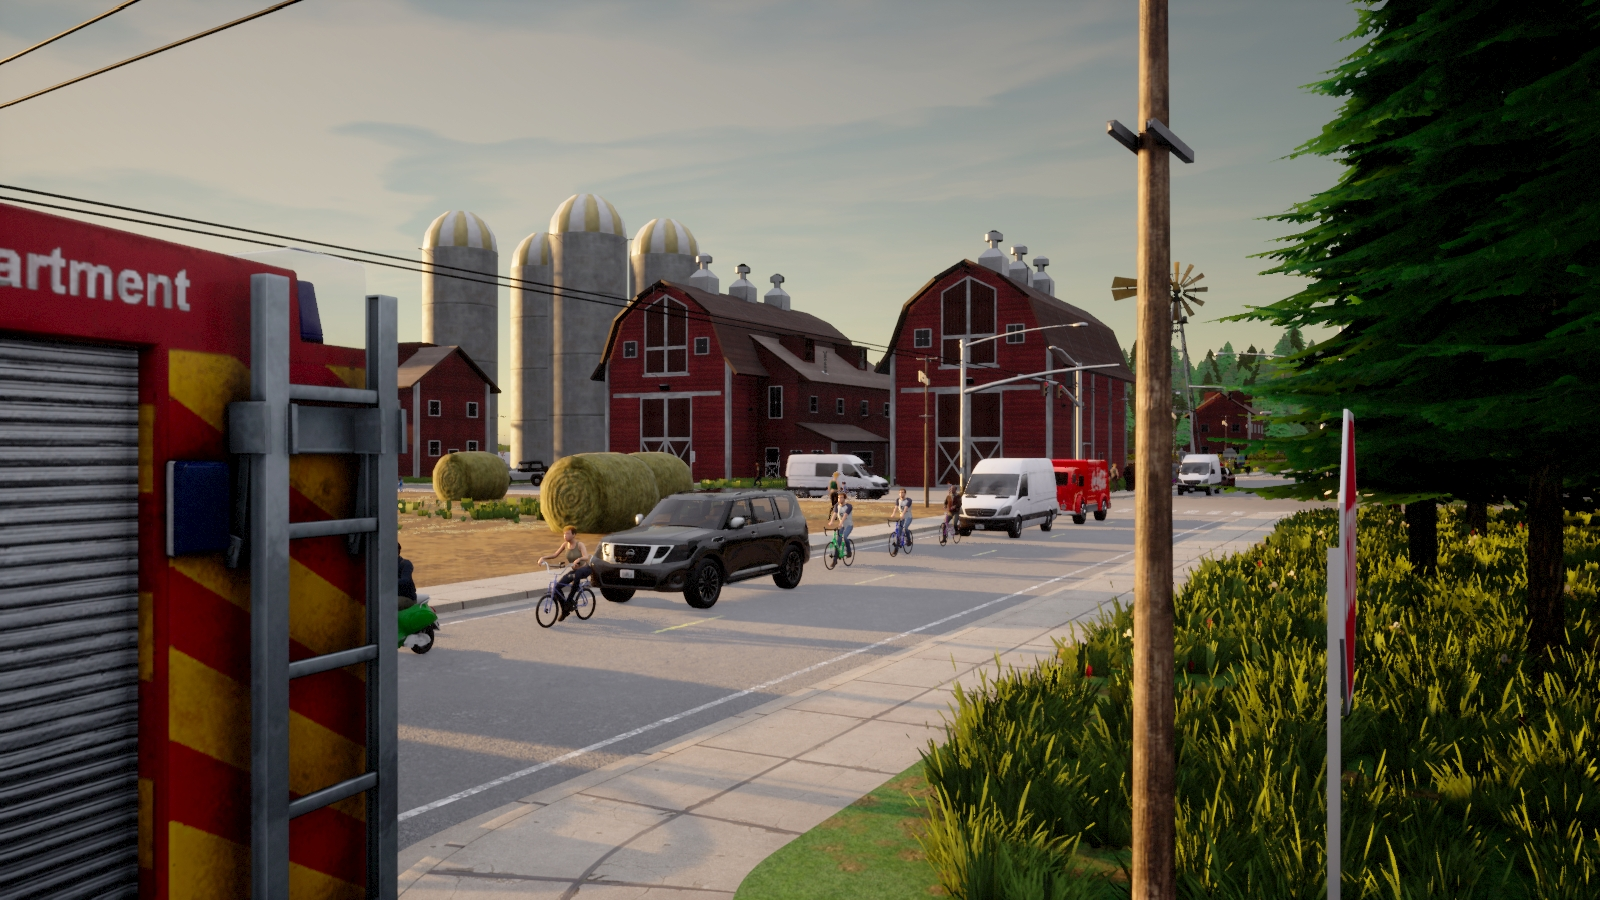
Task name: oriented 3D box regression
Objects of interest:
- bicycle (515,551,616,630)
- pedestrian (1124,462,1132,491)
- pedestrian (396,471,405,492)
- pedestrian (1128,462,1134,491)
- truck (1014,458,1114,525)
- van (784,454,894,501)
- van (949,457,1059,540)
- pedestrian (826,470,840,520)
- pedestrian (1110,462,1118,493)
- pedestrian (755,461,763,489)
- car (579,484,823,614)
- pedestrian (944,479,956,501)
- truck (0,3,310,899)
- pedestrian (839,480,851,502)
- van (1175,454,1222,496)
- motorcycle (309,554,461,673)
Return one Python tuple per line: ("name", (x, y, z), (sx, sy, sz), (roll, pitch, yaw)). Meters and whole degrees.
("bicycle", (-3.798, 2.256, 18.610), (0.859, 1.080, 1.487), (0, 0, 28))
("pedestrian", (20.957, 1.695, 73.004), (0.375, 1.860, 0.375), (0, 0, -9))
("pedestrian", (-24.699, 1.951, 70.714), (0.375, 1.300, 0.375), (0, 0, 24))
("pedestrian", (21.451, 1.694, 73.999), (0.375, 1.860, 0.375), (0, 0, 21))
("truck", (10.574, 1.568, 45.387), (2.627, 2.467, 5.204), (0, 0, 28))
("van", (2.152, 1.507, 64.452), (5.915, 2.561, 1.988), (0, 0, 27))
("van", (7.076, 1.534, 38.965), (1.988, 2.561, 5.915), (0, 0, 28))
("pedestrian", (1.250, 1.679, 42.917), (0.375, 1.860, 0.375), (0, 0, 31))
("pedestrian", (19.363, 1.696, 70.427), (0.375, 1.860, 0.375), (0, 0, 28))
("pedestrian", (-2.722, 1.669, 75.489), (0.375, 1.860, 0.375), (0, 0, 21))
("car", (-1.725, 1.779, 22.456), (2.150, 2.045, 5.566), (0, 0, 27))
("pedestrian", (7.673, 2.051, 58.416), (0.500, 1.100, 0.500), (0, 0, 23))
("truck", (-6.021, 0.867, 3.735), (8.468, 3.827, 2.891), (0, 0, 20))
("pedestrian", (2.291, 2.054, 57.754), (0.500, 1.100, 0.500), (0, 0, 15))
("van", (25.698, 1.534, 73.537), (1.988, 2.561, 5.915), (0, 0, 28))
("motorcycle", (-5.537, 2.142, 15.341), (0.856, 1.316, 1.805), (0, 0, 28))
